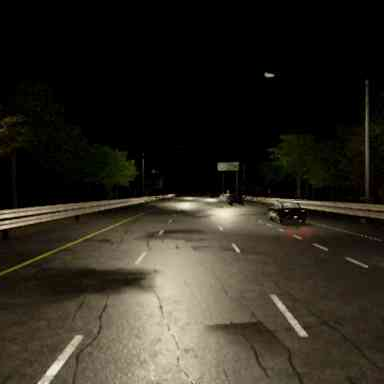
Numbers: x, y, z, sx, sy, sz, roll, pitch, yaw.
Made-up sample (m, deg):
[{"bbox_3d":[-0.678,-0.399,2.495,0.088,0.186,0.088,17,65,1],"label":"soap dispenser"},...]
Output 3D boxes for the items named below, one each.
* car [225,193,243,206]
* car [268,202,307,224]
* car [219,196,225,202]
[{"bbox_3d":[7.192,1.260,55.419,2.150,2.045,5.566,0,0,0],"label":"car"},{"bbox_3d":[7.045,1.503,25.000,2.128,1.511,4.902,0,0,0],"label":"car"},{"bbox_3d":[7.381,1.576,79.509,1.812,1.442,4.674,0,0,1],"label":"car"}]
